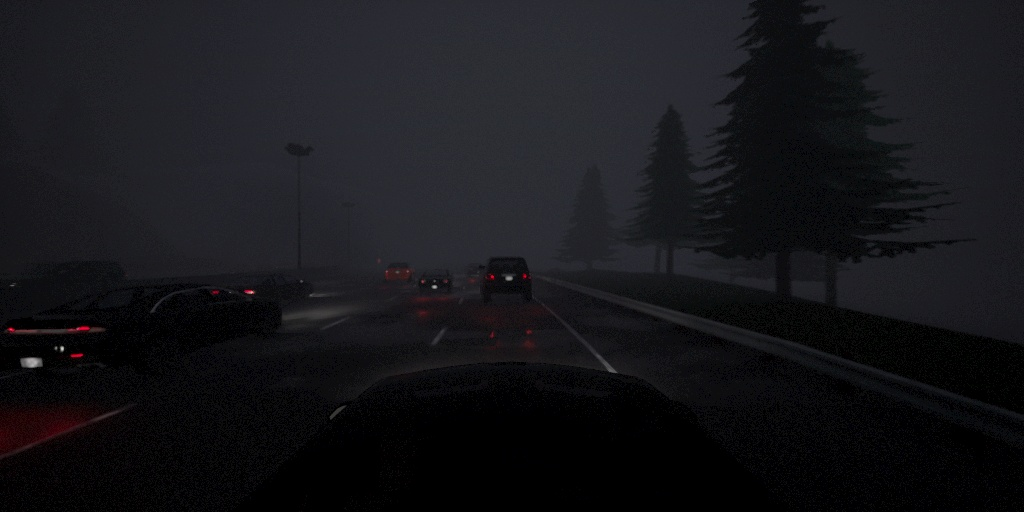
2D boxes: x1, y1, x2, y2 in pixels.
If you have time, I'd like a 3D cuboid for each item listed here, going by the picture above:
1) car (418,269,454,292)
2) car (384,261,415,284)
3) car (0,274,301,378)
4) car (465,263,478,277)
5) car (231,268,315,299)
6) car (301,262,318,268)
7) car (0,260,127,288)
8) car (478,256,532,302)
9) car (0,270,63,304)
[{"bbox_3d":[-4.637,1.475,22.382,1.895,1.301,4.718,0,0,-7],"label":"car"},{"bbox_3d":[-9.368,1.299,30.175,2.097,1.767,4.553,-1,0,-11],"label":"car"},{"bbox_3d":[-6.988,1.327,7.590,2.128,1.511,4.902,0,0,-2],"label":"car"},{"bbox_3d":[-4.012,1.461,38.798,1.812,1.442,4.674,0,0,-14],"label":"car"},{"bbox_3d":[-10.965,1.452,16.174,2.033,1.411,5.357,0,0,-6],"label":"car"},{"bbox_3d":[-31.667,1.722,56.278,1.882,1.535,5.008,0,0,-22],"label":"car"},{"bbox_3d":[-21.929,1.224,17.284,2.150,2.045,5.566,0,0,-6],"label":"car"},{"bbox_3d":[-0.421,1.042,17.800,2.150,2.045,5.566,0,0,-6],"label":"car"},{"bbox_3d":[-25.456,1.513,17.223,1.882,1.535,5.008,0,0,-6],"label":"car"}]
